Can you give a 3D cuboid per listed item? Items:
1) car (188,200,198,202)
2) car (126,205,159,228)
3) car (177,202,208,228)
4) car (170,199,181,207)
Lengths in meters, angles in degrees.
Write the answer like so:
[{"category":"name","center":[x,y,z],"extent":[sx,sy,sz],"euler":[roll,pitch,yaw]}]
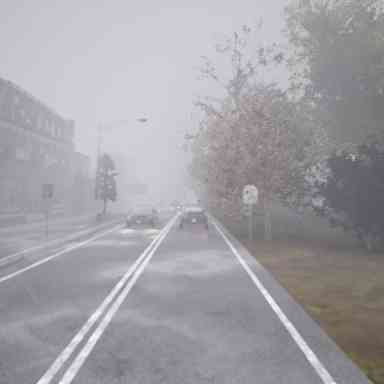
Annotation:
[{"category":"car","center":[0.189,1.791,42.021],"extent":[1.882,1.535,5.008],"euler":[0,-1,0]},{"category":"car","center":[-3.320,1.614,23.094],"extent":[1.812,1.442,4.674],"euler":[0,-1,0]},{"category":"car","center":[0.128,1.613,22.893],"extent":[1.812,1.442,4.674],"euler":[0,-1,0]},{"category":"car","center":[-3.096,2.086,63.769],"extent":[1.837,1.490,4.892],"euler":[0,-1,1]}]
